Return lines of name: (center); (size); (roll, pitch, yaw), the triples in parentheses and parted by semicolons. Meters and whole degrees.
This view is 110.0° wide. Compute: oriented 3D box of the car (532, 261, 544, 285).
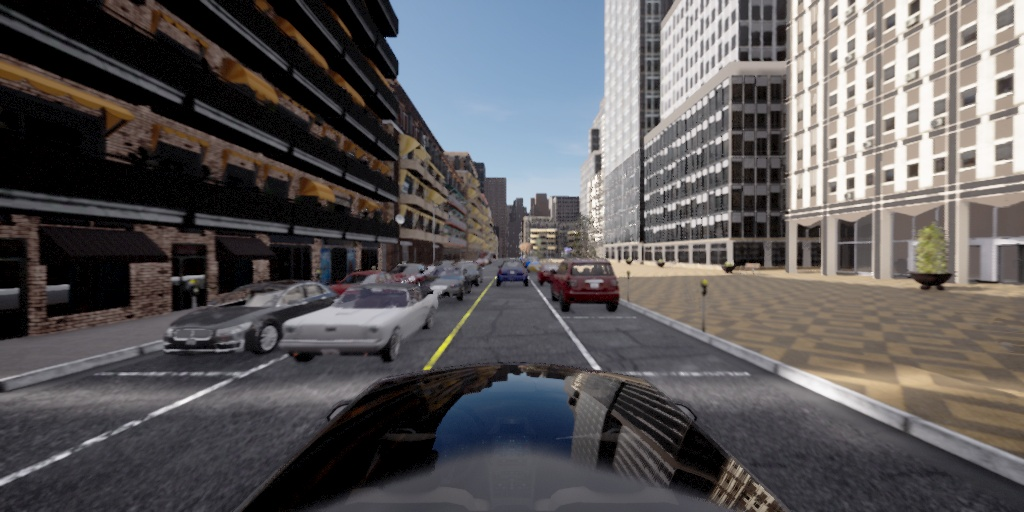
car: (2.691, 1.252, 25.120); (1.888, 1.381, 4.507); (0, 0, 0)

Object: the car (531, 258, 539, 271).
car: (2.693, 1.206, 41.869); (1.751, 1.417, 4.829); (0, 0, 0)

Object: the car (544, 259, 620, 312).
car: (2.690, 1.040, 14.066); (2.192, 1.841, 5.009); (0, 0, 0)

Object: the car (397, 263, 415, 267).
car: (-5.690, 1.156, 19.594); (1.967, 1.591, 4.097); (0, 0, 0)

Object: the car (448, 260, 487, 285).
car: (-3.009, 1.212, 24.472); (1.837, 1.490, 4.892); (0, 0, 0)

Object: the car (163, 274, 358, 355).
car: (-5.691, 1.286, 8.541); (2.007, 1.370, 4.403); (0, 0, 0)

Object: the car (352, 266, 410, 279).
car: (-5.690, 1.271, 14.066); (1.888, 1.381, 4.507); (0, 0, 0)

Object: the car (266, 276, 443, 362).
car: (-3.093, 1.337, 8.329); (1.895, 1.301, 4.718); (0, 0, 0)

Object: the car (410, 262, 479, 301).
car: (-2.999, 1.212, 17.115); (2.128, 1.511, 4.902); (0, 0, 0)

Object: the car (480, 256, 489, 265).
car: (-5.686, 1.205, 63.806); (1.888, 1.381, 4.507); (0, 0, 0)

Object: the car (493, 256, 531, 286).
car: (0.044, 1.058, 25.121); (2.097, 1.767, 4.553); (0, 0, 1)
